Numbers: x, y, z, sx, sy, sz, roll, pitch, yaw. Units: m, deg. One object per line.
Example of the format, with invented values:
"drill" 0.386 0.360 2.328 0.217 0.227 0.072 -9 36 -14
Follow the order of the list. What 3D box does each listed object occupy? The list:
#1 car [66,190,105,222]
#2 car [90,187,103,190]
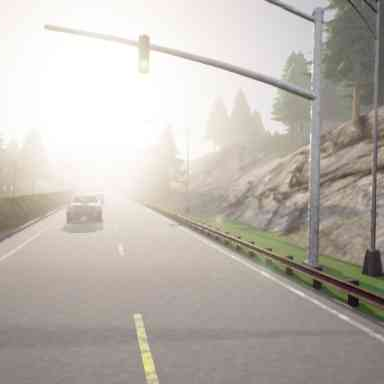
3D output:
"car" -6.889 0.940 21.631 2.097 1.767 4.553 1 1 -15
"car" -13.338 0.384 46.344 2.150 2.045 5.566 1 1 -15
